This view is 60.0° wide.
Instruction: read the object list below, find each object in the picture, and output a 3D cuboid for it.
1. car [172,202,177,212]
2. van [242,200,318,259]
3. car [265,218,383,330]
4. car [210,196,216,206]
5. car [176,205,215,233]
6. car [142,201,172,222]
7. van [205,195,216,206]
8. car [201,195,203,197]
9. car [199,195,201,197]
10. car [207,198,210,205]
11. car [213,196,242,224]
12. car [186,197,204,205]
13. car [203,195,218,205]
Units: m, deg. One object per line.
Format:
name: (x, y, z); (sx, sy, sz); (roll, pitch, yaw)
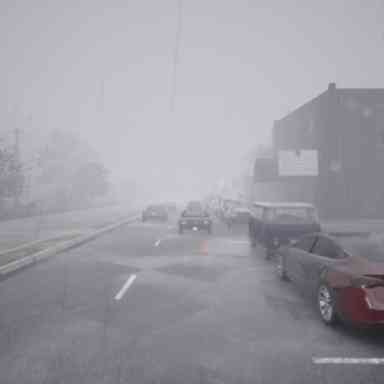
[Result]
car: (-2.979, 1.860, 43.105); (1.895, 1.301, 4.718); (0, 0, 0)
van: (3.273, 1.334, 12.752); (1.878, 1.987, 4.442); (0, 0, 0)
car: (3.251, 1.556, 7.139); (2.163, 1.488, 4.792); (0, 0, 0)
car: (3.365, 1.568, 34.829); (2.185, 1.767, 4.553); (0, 0, 0)
car: (0.181, 1.726, 20.500); (1.895, 1.301, 4.718); (0, 0, 0)
car: (-3.036, 1.734, 28.330); (1.994, 1.385, 4.181); (0, 0, 0)
van: (3.480, 1.636, 62.602); (1.878, 1.987, 4.442); (0, 0, 0)
car: (3.503, 1.769, 67.979); (2.185, 1.767, 4.553); (0, 0, 0)
car: (3.570, 1.995, 84.453); (2.231, 1.521, 4.892); (0, 0, 0)
car: (3.388, 1.728, 40.379); (2.231, 1.521, 4.892); (0, 0, 0)
car: (3.341, 1.535, 29.304); (2.185, 1.767, 4.553); (0, 0, 0)
car: (0.266, 1.764, 42.675); (1.837, 1.490, 4.892); (0, 0, 0)
car: (3.433, 1.542, 51.339); (2.435, 2.045, 5.566); (0, 0, 0)
